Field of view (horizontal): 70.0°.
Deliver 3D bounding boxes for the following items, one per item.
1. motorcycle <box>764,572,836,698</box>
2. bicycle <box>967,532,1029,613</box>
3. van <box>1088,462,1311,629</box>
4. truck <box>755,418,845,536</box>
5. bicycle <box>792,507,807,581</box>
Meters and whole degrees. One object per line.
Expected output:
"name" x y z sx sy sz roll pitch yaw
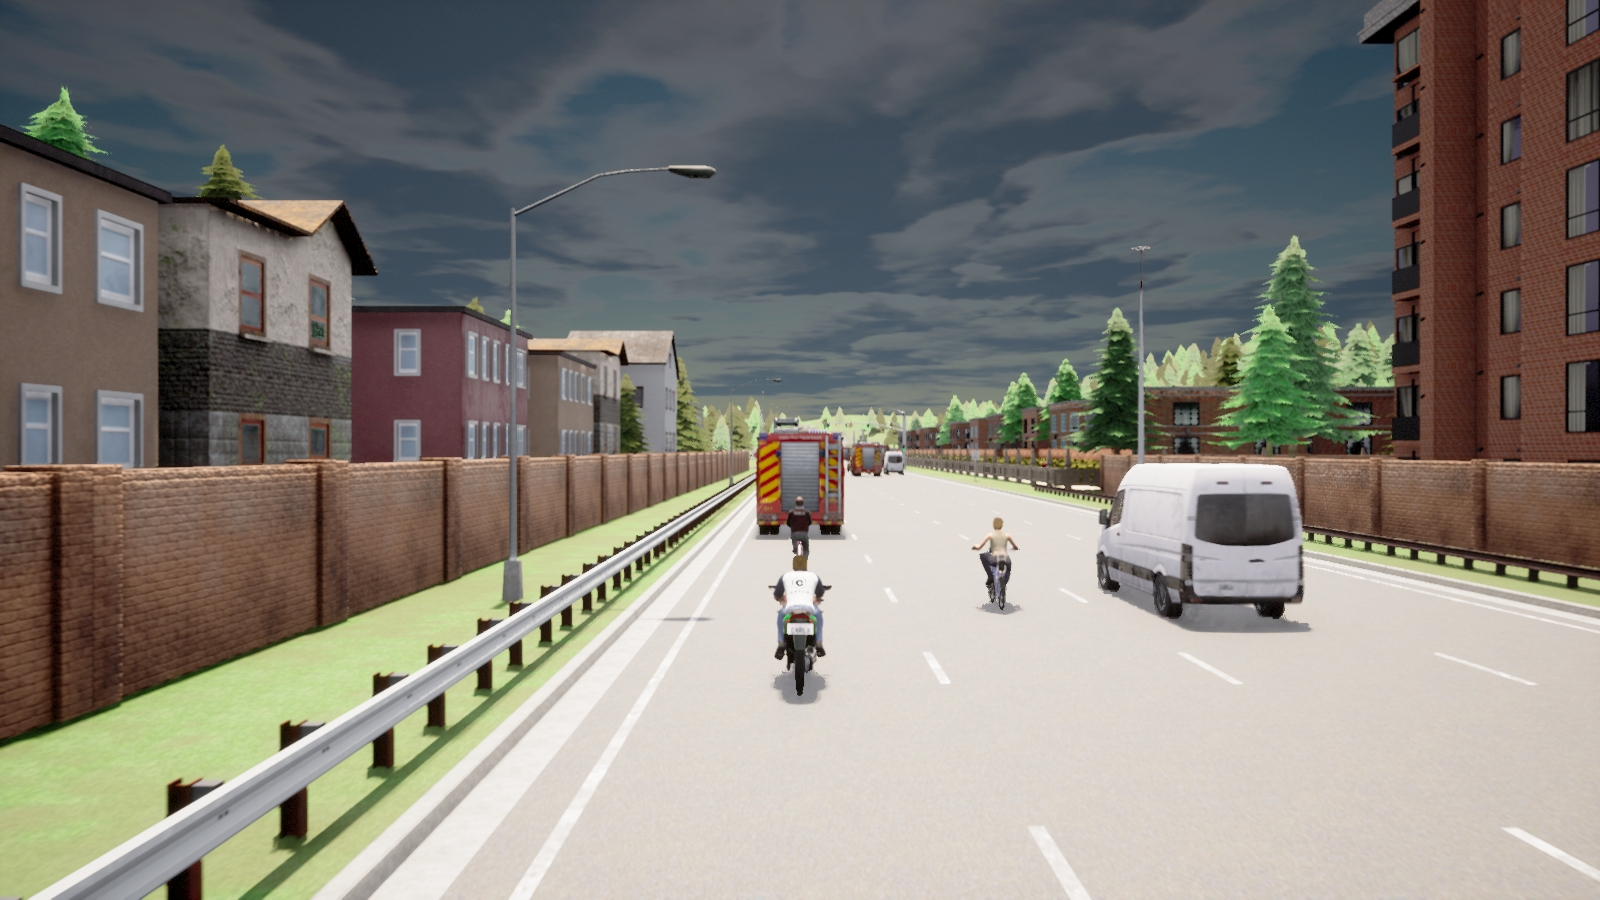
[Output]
"motorcycle" -0.002 2.179 13.779 0.803 1.199 2.033 0 0 0
"bicycle" 3.499 2.148 20.304 0.859 1.277 1.487 0 0 0
"van" 6.996 1.525 20.840 1.988 2.561 5.915 0 0 0
"truck" -0.007 0.872 41.058 2.891 3.827 8.468 0 0 0
"bicycle" -0.014 2.048 25.252 0.329 1.471 1.835 0 1 0
